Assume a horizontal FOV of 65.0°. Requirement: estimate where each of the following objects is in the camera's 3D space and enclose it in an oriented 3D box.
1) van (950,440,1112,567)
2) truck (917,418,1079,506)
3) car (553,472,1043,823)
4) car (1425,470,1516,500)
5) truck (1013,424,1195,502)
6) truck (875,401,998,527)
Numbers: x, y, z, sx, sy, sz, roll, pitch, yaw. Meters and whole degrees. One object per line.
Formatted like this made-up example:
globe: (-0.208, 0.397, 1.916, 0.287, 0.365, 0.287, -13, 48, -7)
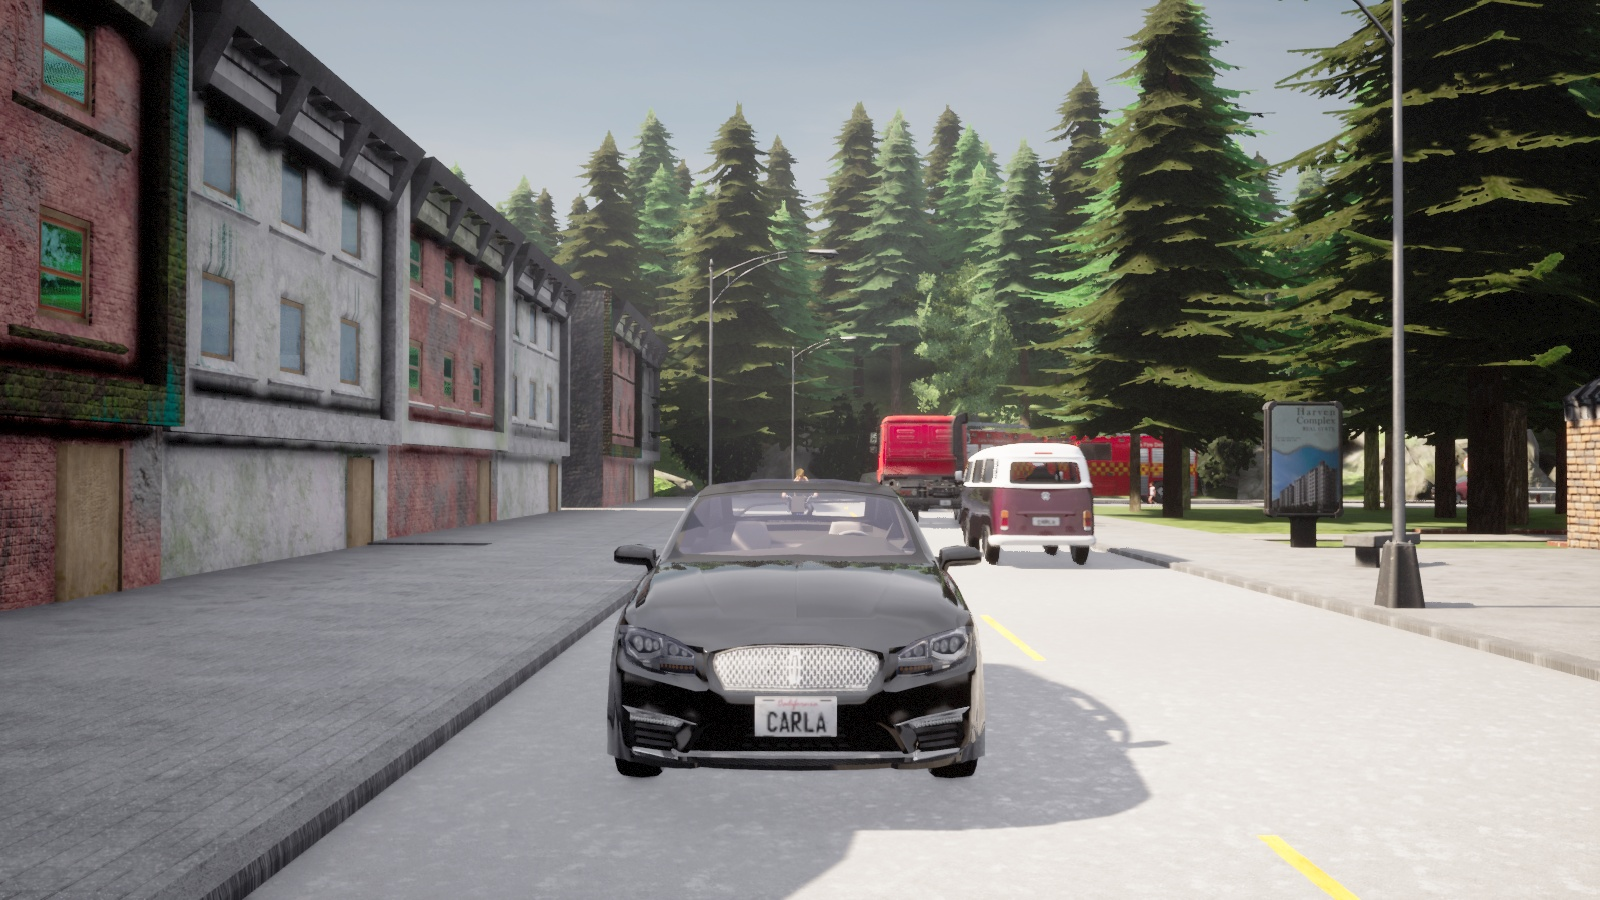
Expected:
van: (4.001, 0.900, 22.567, 2.069, 2.038, 4.480, 0, -1, 0)
truck: (9.365, 0.594, 58.551, 8.468, 3.827, 2.891, 1, -2, -44)
car: (-0.007, 0.904, 7.918, 2.128, 1.511, 4.902, 0, -1, 0)
car: (33.822, 1.754, 63.408, 3.633, 1.501, 1.845, 0, -1, 0)
truck: (15.286, 0.648, 63.490, 8.468, 3.827, 2.891, 0, -1, -1)
truck: (4.011, 0.462, 38.598, 2.891, 3.462, 7.936, 0, -1, 0)
